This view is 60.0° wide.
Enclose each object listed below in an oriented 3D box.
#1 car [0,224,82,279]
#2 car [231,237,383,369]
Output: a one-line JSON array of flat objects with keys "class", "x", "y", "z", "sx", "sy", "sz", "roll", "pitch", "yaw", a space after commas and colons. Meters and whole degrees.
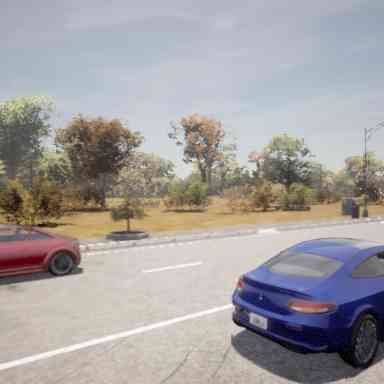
[{"class": "car", "x": -5.137, "y": 1.563, "z": 8.810, "sx": 4.181, "sy": 1.385, "sz": 1.994, "roll": 0, "pitch": 0, "yaw": -35}, {"class": "car", "x": 2.744, "y": 1.523, "z": 5.703, "sx": 4.674, "sy": 1.442, "sz": 1.812, "roll": 0, "pitch": 0, "yaw": -35}]
